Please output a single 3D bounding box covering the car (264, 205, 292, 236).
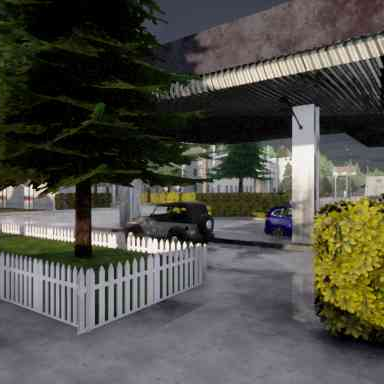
[{"bbox_3d":[5.854,1.480,15.962,4.611,1.667,2.242,0,0,35],"label":"car"}]

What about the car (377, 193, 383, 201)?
[{"bbox_3d":[25.808,1.077,43.496,1.905,1.878,3.866,0,0,35],"label":"car"}]

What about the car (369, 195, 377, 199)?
[{"bbox_3d":[33.073,1.298,60.237,2.007,1.523,4.514,0,0,35],"label":"car"}]

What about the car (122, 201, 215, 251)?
[{"bbox_3d":[-0.947,1.313,13.813,3.866,1.878,1.905,0,0,35],"label":"car"}]
